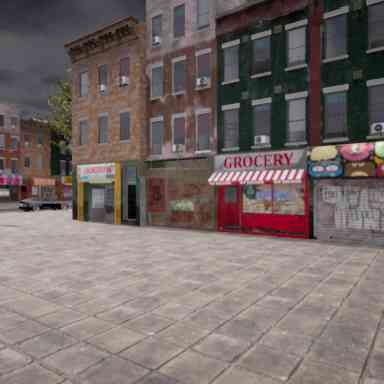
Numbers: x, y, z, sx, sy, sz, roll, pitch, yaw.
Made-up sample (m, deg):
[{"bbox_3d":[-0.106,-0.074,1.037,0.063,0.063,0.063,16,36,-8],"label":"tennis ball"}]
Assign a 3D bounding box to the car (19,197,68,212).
[{"bbox_3d":[-13.461,1.092,30.303,1.947,1.339,4.313,1,1,35],"label":"car"}]
